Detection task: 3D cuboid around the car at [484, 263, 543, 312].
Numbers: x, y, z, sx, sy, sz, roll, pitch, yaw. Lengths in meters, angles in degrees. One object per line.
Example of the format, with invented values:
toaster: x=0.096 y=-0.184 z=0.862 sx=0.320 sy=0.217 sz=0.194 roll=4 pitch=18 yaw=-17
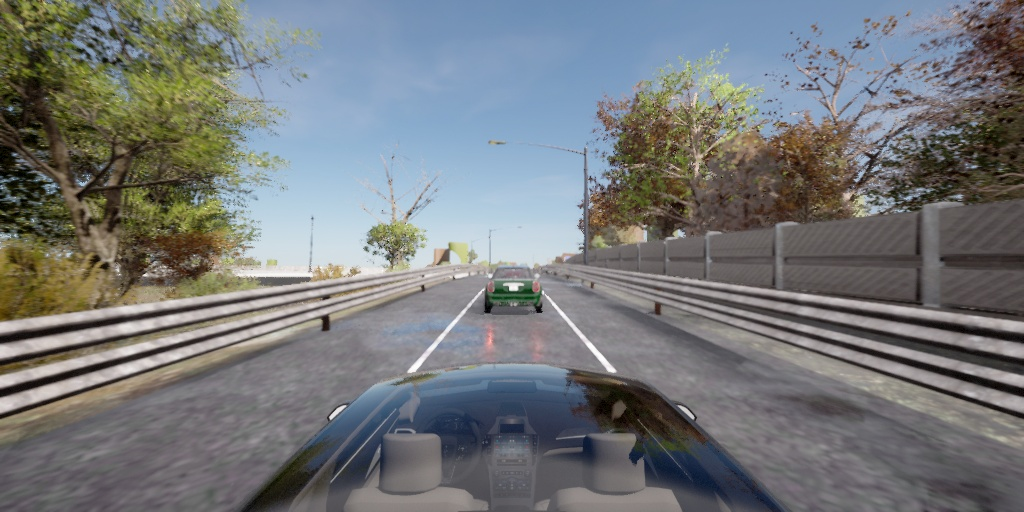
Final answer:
car: x=0.068 y=1.125 z=14.457 sx=2.097 sy=1.767 sz=4.553 roll=0 pitch=0 yaw=0
